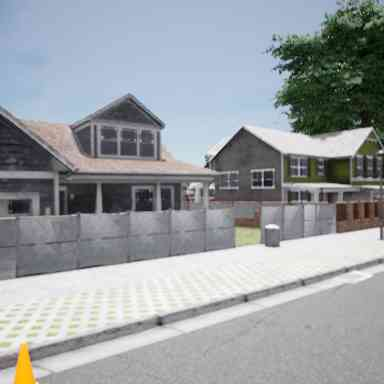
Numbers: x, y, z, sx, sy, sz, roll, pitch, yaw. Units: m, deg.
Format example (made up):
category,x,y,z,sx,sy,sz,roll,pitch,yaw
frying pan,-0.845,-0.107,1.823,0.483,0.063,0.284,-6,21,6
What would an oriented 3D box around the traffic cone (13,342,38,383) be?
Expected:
category,x,y,z,sx,sy,sz,roll,pitch,yaw
traffic cone,-1.858,1.955,3.675,0.340,0.580,0.340,0,0,-36
